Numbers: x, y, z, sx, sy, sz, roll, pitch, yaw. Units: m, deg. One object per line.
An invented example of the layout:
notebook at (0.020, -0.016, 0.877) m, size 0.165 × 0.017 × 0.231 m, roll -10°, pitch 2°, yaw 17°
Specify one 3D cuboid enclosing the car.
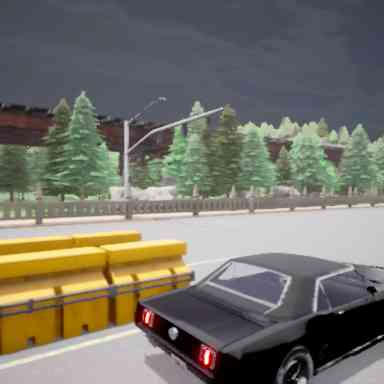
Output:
car at (1.674, 1.595, 4.960) m, size 4.718 × 1.301 × 1.895 m, roll 0°, pitch 0°, yaw -35°
